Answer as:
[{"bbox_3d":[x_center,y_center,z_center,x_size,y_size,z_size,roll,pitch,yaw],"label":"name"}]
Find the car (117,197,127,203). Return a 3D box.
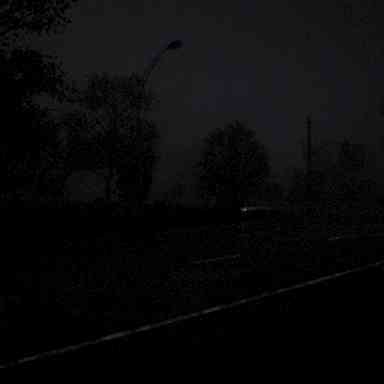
[{"bbox_3d":[-11.317,1.058,58.016,1.994,1.385,4.181,-2,1,-39],"label":"car"}]

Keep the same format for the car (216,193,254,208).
[{"bbox_3d":[4.867,0.878,37.896,1.837,1.490,4.892,-2,2,-39],"label":"car"}]
